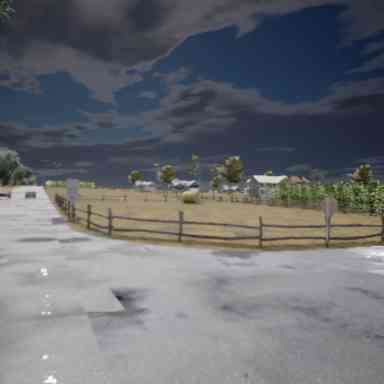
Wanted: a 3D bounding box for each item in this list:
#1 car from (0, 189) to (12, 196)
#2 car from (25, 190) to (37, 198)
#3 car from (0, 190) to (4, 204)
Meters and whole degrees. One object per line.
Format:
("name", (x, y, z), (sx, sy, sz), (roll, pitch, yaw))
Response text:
("car", (-30.048, 0.158, 53.391), (1.882, 1.535, 5.008), (2, 1, -25))
("car", (-30.224, 0.360, 62.414), (2.128, 1.511, 4.902), (2, 1, -25))
("car", (-23.271, 0.812, 38.348), (1.812, 1.442, 4.674), (2, 0, -24))
